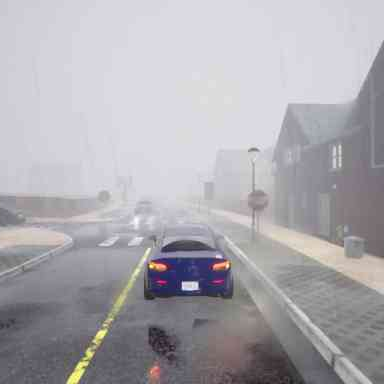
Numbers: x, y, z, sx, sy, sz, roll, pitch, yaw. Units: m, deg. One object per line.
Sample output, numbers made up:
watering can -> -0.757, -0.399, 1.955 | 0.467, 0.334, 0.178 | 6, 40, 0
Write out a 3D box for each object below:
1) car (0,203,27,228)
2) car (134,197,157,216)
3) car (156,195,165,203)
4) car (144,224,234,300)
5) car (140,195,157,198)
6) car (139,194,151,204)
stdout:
car -> -12.180, 1.342, 19.888 | 4.181, 1.385, 1.994 | 1, 0, 3
car -> -4.607, 1.529, 32.602 | 1.812, 1.442, 4.674 | 0, 0, -6
car -> -6.720, 1.356, 66.925 | 2.097, 1.767, 4.553 | 0, 0, -11
car -> -0.125, 1.528, 8.289 | 1.812, 1.442, 4.674 | 0, 0, -2
car -> -6.417, 1.528, 47.718 | 1.812, 1.442, 4.674 | 0, 0, -8
car -> -9.424, 1.353, 66.170 | 2.097, 1.767, 4.553 | 0, 0, -11
